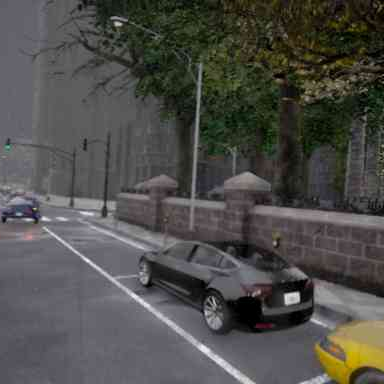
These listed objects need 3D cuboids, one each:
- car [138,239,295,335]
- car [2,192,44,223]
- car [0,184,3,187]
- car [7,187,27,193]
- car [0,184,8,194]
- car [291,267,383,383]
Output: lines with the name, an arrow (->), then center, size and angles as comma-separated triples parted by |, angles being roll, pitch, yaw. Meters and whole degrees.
car -> 0.420, 1.596, 6.830 | 1.947, 1.339, 4.313 | 3, 0, -32
car -> -10.035, 0.986, 19.938 | 1.812, 1.442, 4.674 | 3, 0, -21
car -> -34.018, -0.311, 61.490 | 1.887, 1.381, 4.507 | 3, 0, -32
car -> -22.422, 0.215, 43.096 | 1.967, 1.590, 4.097 | 3, 0, -32
car -> -31.120, -0.148, 56.891 | 2.008, 1.369, 4.403 | 3, 0, -32
car -> 3.239, 1.712, 2.359 | 1.752, 1.417, 4.829 | 3, 0, -32
